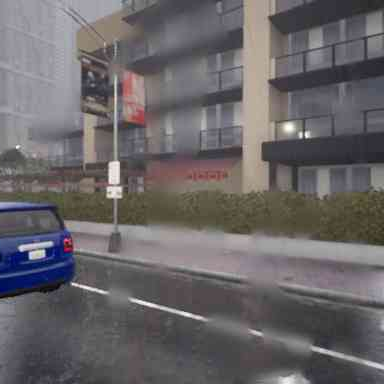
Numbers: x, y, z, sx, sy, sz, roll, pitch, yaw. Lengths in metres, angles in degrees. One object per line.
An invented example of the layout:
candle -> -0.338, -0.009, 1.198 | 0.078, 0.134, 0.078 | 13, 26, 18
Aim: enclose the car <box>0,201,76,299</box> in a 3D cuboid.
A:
car -> -4.995, 1.215, 7.566 | 5.566, 2.045, 2.150 | 0, 0, 35
